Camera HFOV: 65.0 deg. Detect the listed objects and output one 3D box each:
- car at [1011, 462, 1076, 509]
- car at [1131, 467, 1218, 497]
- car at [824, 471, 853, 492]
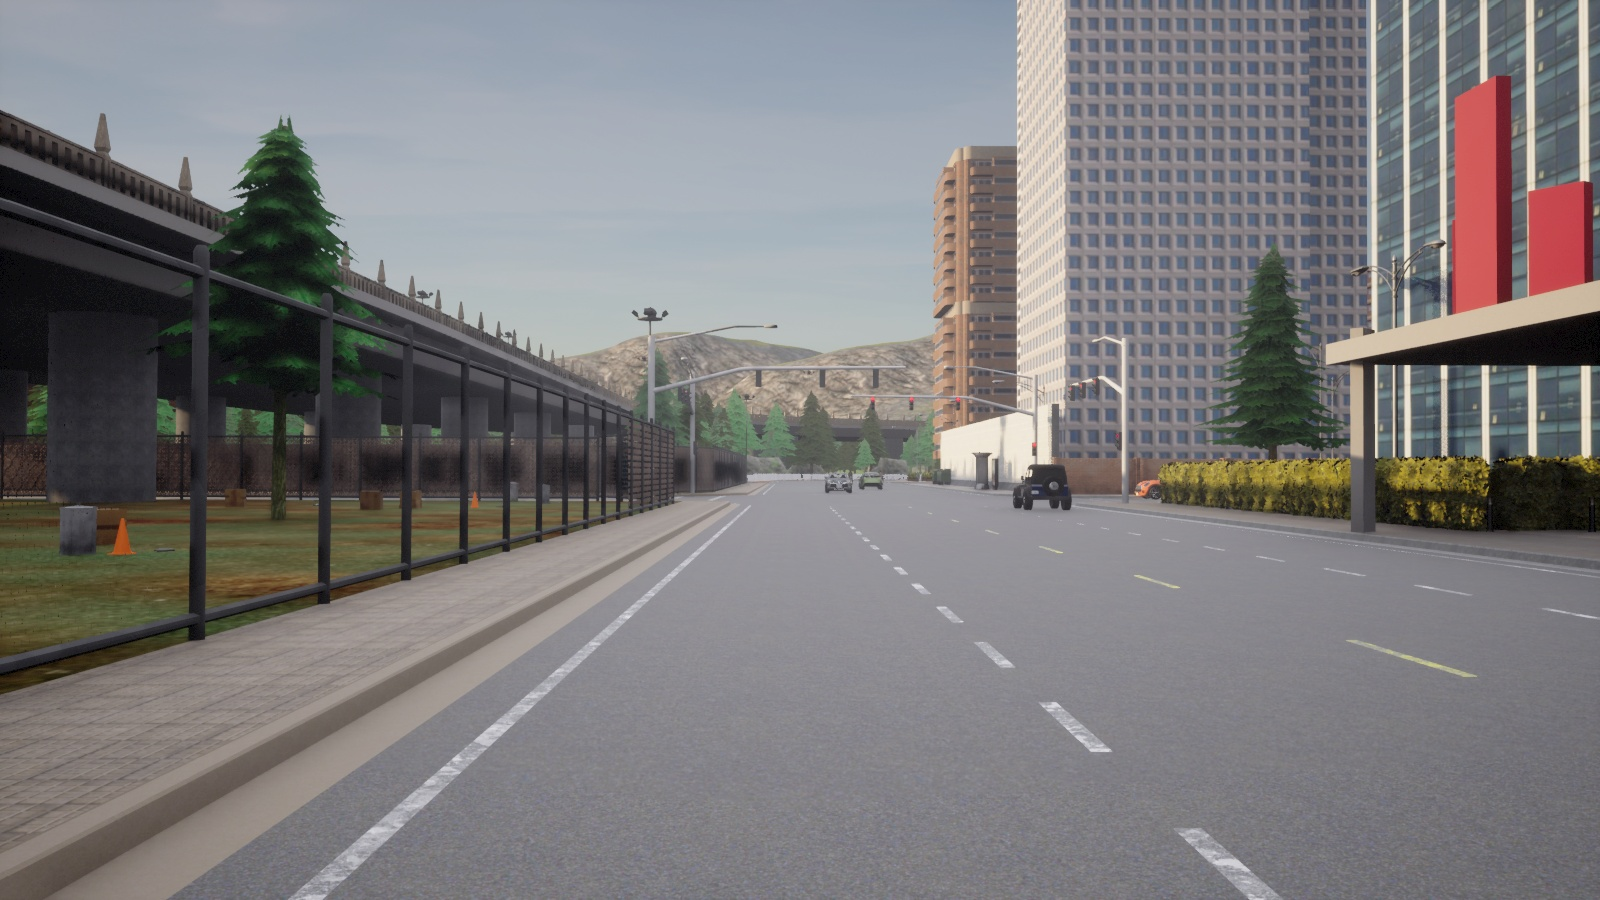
[{"bbox_3d":[10.080,1.445,52.216,1.905,1.878,3.866,0,-1,0],"label":"car"},{"bbox_3d":[22.442,1.901,75.347,4.553,1.767,2.097,0,-1,-1],"label":"car"},{"bbox_3d":[2.771,2.286,90.594,1.970,1.475,3.806,0,-1,0],"label":"car"}]
